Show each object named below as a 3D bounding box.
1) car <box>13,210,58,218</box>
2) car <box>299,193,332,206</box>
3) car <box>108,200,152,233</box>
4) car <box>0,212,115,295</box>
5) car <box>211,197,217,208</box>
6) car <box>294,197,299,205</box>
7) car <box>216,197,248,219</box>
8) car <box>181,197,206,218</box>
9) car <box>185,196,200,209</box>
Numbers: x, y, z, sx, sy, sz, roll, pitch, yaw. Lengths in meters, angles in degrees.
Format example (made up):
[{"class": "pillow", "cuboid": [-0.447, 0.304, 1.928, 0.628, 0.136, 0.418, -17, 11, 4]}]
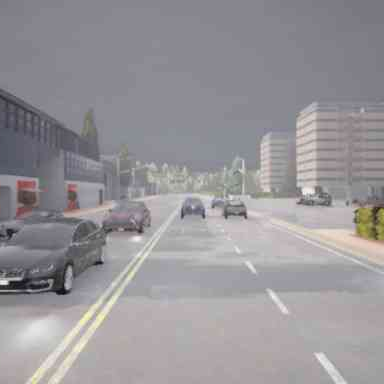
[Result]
[{"class": "car", "cuboid": [-7.093, 1.526, 15.410, 1.994, 1.385, 4.181, 0, 0, 0]}, {"class": "car", "cuboid": [17.781, 1.039, 47.058, 3.866, 1.878, 1.905, 0, 0, -2]}, {"class": "car", "cuboid": [-3.587, 1.305, 19.084, 2.097, 1.767, 4.553, 0, 0, 0]}, {"class": "car", "cuboid": [-3.600, 1.484, 8.785, 1.837, 1.490, 4.892, 0, 0, 0]}, {"class": "car", "cuboid": [3.542, 1.414, 44.745, 1.812, 1.442, 4.674, 0, 0, 0]}, {"class": "car", "cuboid": [17.760, 1.029, 49.953, 4.605, 1.855, 1.932, 0, 0, -2]}, {"class": "car", "cuboid": [3.507, 1.422, 28.210, 2.128, 1.511, 4.902, 0, 0, 0]}, {"class": "car", "cuboid": [0.092, 1.279, 29.412, 2.097, 1.767, 4.553, 0, 0, 0]}, {"class": "car", "cuboid": [0.043, 1.367, 44.614, 1.882, 1.535, 5.008, 0, 0, 0]}]
